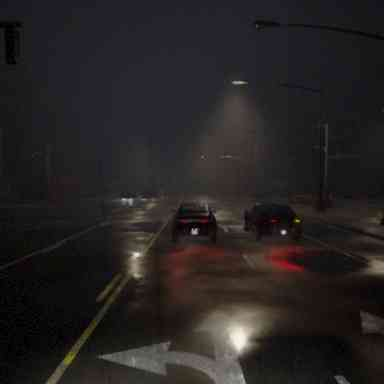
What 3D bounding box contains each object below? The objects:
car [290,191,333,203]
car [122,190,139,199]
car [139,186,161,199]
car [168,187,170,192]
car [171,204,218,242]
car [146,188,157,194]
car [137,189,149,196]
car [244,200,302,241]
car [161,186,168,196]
[{"bbox_3d":[14.421,0.626,40.193,5.008,1.535,1.882,0,2,0],"label":"car"},{"bbox_3d":[-10.543,0.341,56.271,2.128,1.511,4.902,0,1,1],"label":"car"},{"bbox_3d":[-7.039,0.073,56.365,2.150,2.045,5.566,0,1,1],"label":"car"},{"bbox_3d":[-6.990,-0.510,87.434,2.150,2.045,5.566,0,1,0],"label":"car"},{"bbox_3d":[0.100,1.267,15.009,2.128,1.511,4.902,0,1,0],"label":"car"},{"bbox_3d":[-10.490,-0.186,86.685,2.128,1.511,4.902,0,1,0],"label":"car"},{"bbox_3d":[-10.491,0.170,71.388,1.812,1.442,4.674,0,1,0],"label":"car"},{"bbox_3d":[3.606,1.274,15.487,1.837,1.490,4.892,0,1,0],"label":"car"},{"bbox_3d":[-6.991,-0.141,72.396,2.150,2.045,5.566,0,1,0],"label":"car"}]
